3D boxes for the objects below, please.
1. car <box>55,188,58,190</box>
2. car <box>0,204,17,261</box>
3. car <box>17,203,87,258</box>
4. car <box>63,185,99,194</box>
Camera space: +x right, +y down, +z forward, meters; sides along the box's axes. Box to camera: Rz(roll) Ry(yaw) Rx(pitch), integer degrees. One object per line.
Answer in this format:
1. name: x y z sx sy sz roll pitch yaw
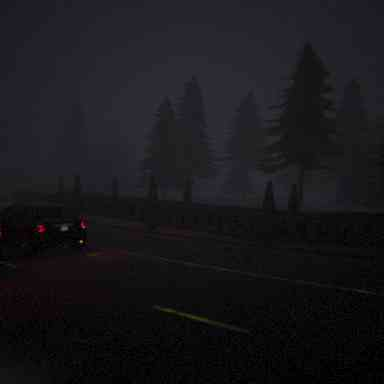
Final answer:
1. car: -18.673 -0.435 50.760 1.994 1.385 4.181 4 2 37
2. car: -7.353 1.075 9.076 5.566 2.045 2.150 3 2 35
3. car: -6.021 1.170 12.430 4.553 1.767 2.097 3 2 35
4. car: -15.912 -0.307 48.613 2.128 1.511 4.902 4 2 37
